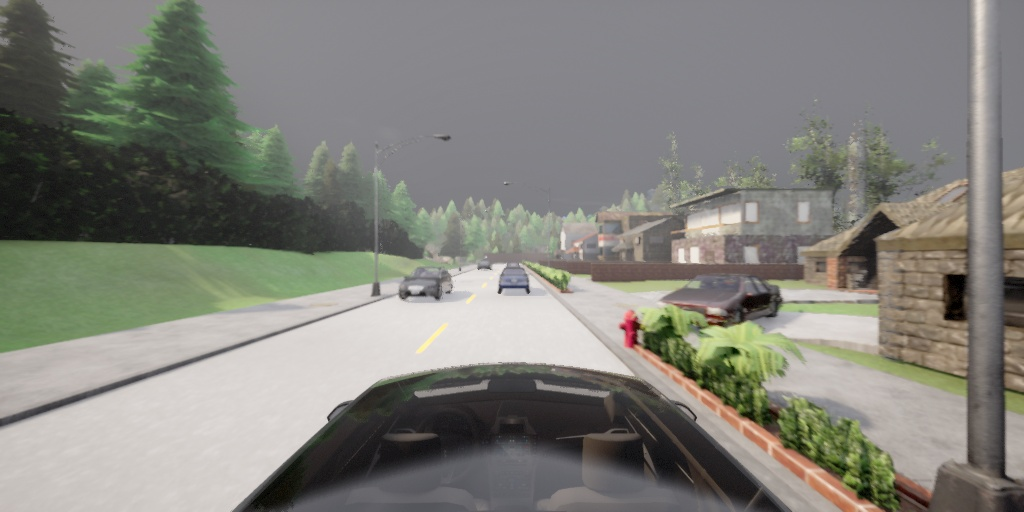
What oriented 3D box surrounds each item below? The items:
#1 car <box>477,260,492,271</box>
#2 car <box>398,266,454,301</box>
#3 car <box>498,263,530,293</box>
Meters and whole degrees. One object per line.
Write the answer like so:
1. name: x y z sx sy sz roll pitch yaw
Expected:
1. car: -3.992 1.357 52.978 1.882 1.535 5.008 0 0 1
2. car: -4.088 1.282 17.656 2.128 1.511 4.902 0 0 0
3. car: 0.110 1.347 21.359 2.033 1.411 5.357 0 0 0
